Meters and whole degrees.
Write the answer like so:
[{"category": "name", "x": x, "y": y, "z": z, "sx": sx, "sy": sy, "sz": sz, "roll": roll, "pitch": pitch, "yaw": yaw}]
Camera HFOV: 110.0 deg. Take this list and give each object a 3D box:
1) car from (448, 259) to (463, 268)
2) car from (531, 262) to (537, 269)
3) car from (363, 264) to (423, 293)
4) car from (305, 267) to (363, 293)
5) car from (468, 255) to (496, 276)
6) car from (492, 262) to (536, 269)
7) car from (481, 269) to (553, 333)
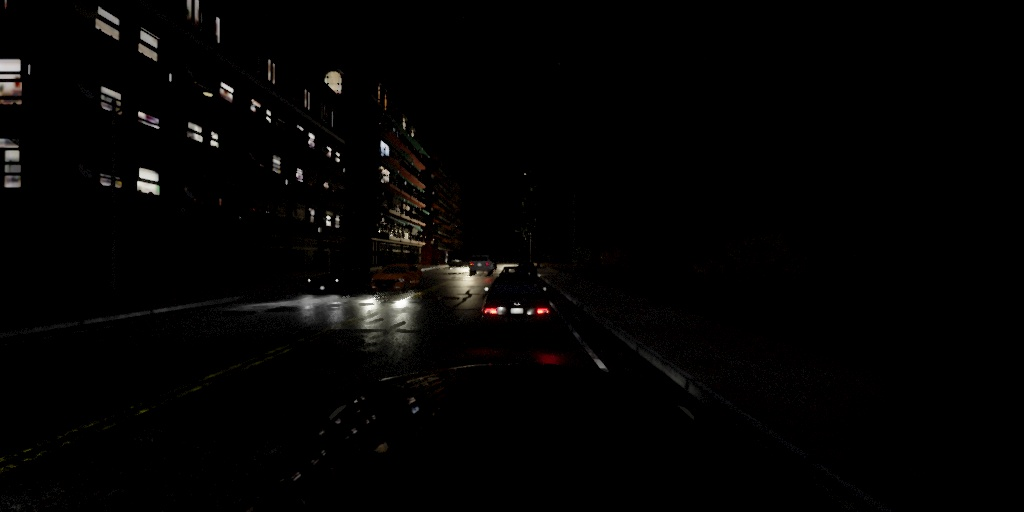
[{"category": "car", "x": -9.776, "y": 1.279, "z": 62.797, "sx": 2.033, "sy": 1.411, "sz": 5.357, "roll": 0, "pitch": 0, "yaw": 1}, {"category": "car", "x": 1.155, "y": 1.250, "z": 30.829, "sx": 1.837, "sy": 1.490, "sz": 4.892, "roll": 0, "pitch": 0, "yaw": 0}, {"category": "car", "x": -6.587, "y": 1.224, "z": 20.986, "sx": 1.882, "sy": 1.535, "sz": 5.008, "roll": 0, "pitch": 0, "yaw": 0}, {"category": "car", "x": -9.837, "y": 1.347, "z": 20.806, "sx": 1.895, "sy": 1.301, "sz": 4.718, "roll": 0, "pitch": 0, "yaw": 0}, {"category": "car", "x": -3.129, "y": 0.954, "z": 37.186, "sx": 2.150, "sy": 2.045, "sz": 5.566, "roll": 0, "pitch": -1, "yaw": 0}, {"category": "car", "x": 0.111, "y": 1.294, "z": 21.061, "sx": 2.033, "sy": 1.411, "sz": 5.357, "roll": 0, "pitch": 0, "yaw": 0}, {"category": "car", "x": 0.109, "y": 1.296, "z": 10.700, "sx": 2.033, "sy": 1.411, "sz": 5.357, "roll": 0, "pitch": 0, "yaw": 0}]
